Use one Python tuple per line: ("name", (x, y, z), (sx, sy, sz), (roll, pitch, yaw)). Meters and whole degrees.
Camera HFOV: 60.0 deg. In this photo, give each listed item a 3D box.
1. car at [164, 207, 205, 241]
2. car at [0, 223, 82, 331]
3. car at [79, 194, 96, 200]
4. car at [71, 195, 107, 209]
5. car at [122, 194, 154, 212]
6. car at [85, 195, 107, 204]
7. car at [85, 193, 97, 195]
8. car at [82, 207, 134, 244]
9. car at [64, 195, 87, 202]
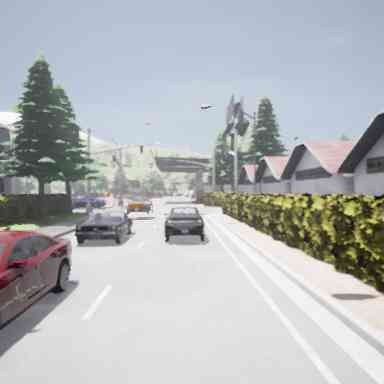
("car", (-0.382, 1.473, 16.630), (2.128, 1.511, 4.902), (0, 0, -2))
("car", (-3.754, 1.493, 6.030), (1.882, 1.535, 5.008), (0, 0, -2))
("car", (-26.692, 1.377, 85.068), (3.633, 1.501, 1.845), (0, 0, -2))
("car", (-12.981, 1.363, 40.744), (4.674, 1.442, 1.812), (0, 0, 1))
("car", (-4.354, 1.085, 28.208), (1.882, 1.535, 5.008), (0, 0, -2))
("car", (-18.135, 1.394, 62.961), (3.806, 1.475, 1.970), (0, 0, -2))
("car", (-18.623, 1.117, 59.616), (3.866, 1.878, 1.905), (0, 0, -2))
("car", (-4.058, 1.606, 16.035), (1.895, 1.301, 4.718), (0, 0, -2))
("car", (-26.361, 1.366, 75.081), (4.514, 1.523, 2.007), (0, 0, -2))
